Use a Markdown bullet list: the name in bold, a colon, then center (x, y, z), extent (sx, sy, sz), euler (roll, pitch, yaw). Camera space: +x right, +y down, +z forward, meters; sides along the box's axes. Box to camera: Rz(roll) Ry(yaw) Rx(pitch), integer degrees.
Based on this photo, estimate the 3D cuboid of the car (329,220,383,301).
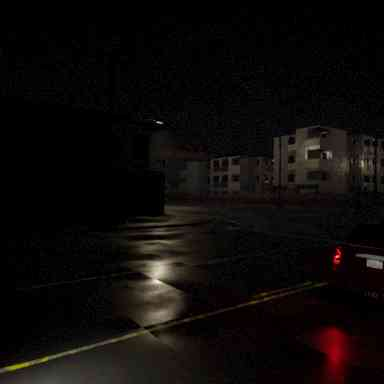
- **car**: center (5.155, 1.385, 7.462), extent (4.553, 1.767, 2.097), euler (0, 0, -35)
